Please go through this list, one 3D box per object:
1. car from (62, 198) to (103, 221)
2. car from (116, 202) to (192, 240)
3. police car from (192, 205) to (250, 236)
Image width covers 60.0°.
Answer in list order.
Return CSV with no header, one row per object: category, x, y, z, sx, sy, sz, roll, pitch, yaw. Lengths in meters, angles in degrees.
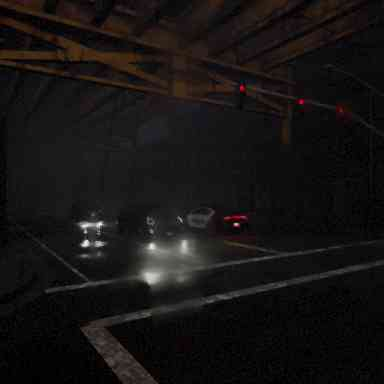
car,-8.846,1.491,27.353,2.128,1.511,4.902,0,0,-33
car,-2.265,1.352,17.260,2.097,1.767,4.553,0,0,-33
police car,0.946,1.509,18.924,2.038,1.542,4.974,0,0,-33
